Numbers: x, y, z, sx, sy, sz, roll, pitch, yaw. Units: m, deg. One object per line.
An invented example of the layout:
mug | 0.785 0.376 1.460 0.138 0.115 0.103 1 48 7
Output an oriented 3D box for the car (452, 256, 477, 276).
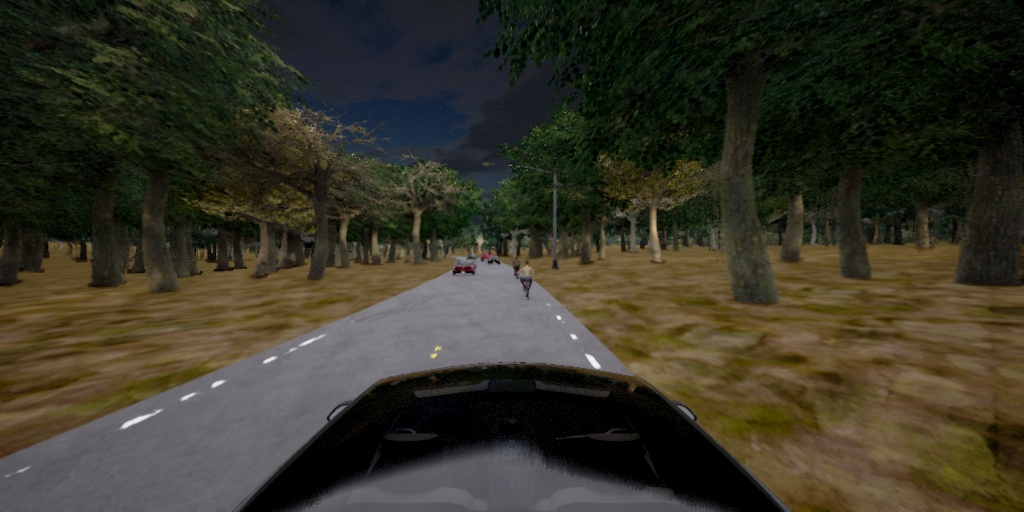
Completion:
car | -3.935 0.949 30.231 1.895 1.301 4.718 0 1 -3

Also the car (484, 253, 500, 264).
car | -2.975 0.588 56.576 1.895 1.301 4.718 0 1 -6

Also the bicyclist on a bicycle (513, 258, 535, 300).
bicyclist on a bicycle | 0.623 0.992 15.227 0.866 1.612 1.509 0 0 -2

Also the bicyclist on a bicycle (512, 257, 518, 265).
bicyclist on a bicycle | 0.294 0.880 24.256 0.582 1.620 1.656 0 0 -3
